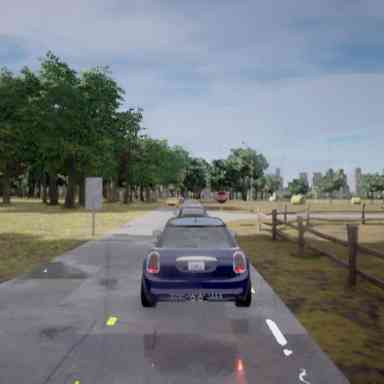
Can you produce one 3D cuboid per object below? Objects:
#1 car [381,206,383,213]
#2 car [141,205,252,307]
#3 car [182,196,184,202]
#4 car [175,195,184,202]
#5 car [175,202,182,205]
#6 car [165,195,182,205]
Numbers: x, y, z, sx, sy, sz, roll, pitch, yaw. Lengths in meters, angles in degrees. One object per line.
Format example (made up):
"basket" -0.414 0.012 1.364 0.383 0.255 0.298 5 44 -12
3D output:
"car" 21.781 1.622 33.753 4.892 1.490 1.837 0 -2 0
"car" 0.072 1.355 8.131 2.097 1.767 4.553 0 0 0
"car" -2.946 1.805 65.983 1.994 1.385 4.181 0 0 0
"car" -2.956 1.611 80.741 2.097 1.767 4.553 0 -1 0
"car" 0.050 1.520 18.002 1.837 1.490 4.892 0 0 0
"car" -2.971 1.598 49.860 1.882 1.535 5.008 0 0 0
